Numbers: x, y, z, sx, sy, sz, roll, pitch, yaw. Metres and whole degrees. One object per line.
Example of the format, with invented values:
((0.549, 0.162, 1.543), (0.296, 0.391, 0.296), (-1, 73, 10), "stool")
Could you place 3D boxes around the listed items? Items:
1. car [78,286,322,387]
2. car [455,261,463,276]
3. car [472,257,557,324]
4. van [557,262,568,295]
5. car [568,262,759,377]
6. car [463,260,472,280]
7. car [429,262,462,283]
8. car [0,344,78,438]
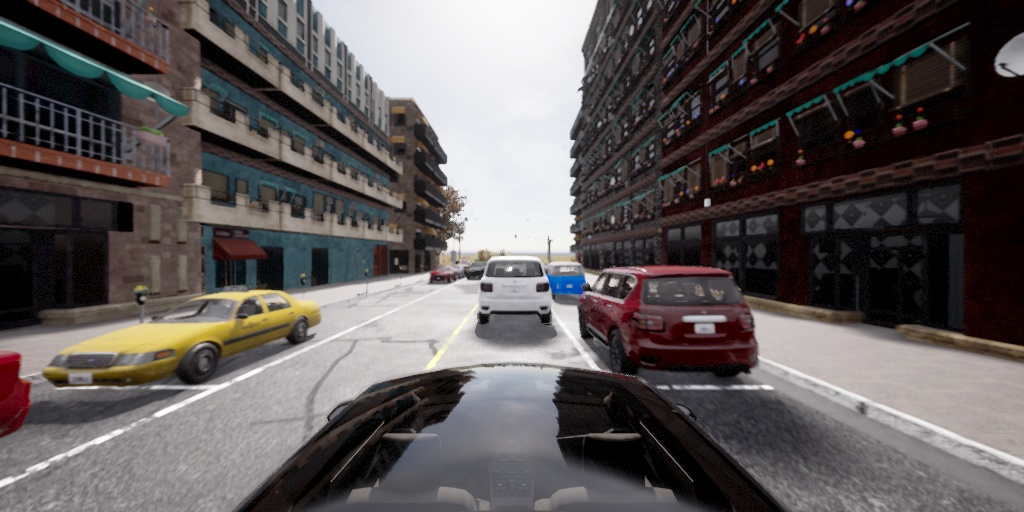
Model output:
((-5.689, 1.315, 7.140), (1.751, 1.417, 4.829), (0, 0, 0), "car")
((-5.675, 1.527, 35.637), (2.007, 1.370, 4.403), (0, 0, 0), "car")
((0.094, 1.047, 12.423), (2.150, 2.045, 5.566), (0, 0, 0), "car")
((2.698, 1.208, 18.686), (1.690, 1.789, 3.998), (0, 0, 0), "van")
((2.692, 1.105, 7.357), (2.192, 1.841, 5.009), (0, 0, 0), "car")
((-3.084, 1.319, 34.053), (2.097, 1.767, 4.553), (0, 0, 0), "car")
((-5.678, 1.486, 29.972), (1.888, 1.381, 4.507), (0, 0, 0), "car")
((-5.692, 1.294, 1.644), (1.888, 1.381, 4.507), (0, 0, 0), "car")
